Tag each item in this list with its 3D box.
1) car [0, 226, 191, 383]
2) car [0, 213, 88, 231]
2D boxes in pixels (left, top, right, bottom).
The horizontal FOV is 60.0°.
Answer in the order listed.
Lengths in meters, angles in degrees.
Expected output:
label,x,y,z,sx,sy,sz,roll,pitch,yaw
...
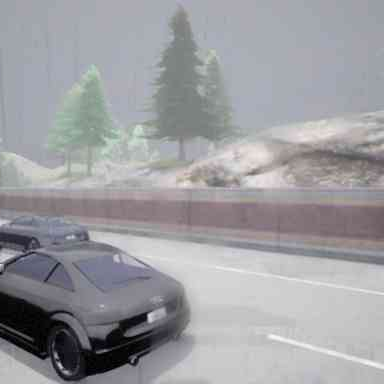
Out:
label,x,y,z,sx,sy,sz,roll,pitch,yaw
car,-2.081,1.535,5.459,4.181,1.385,1.994,1,0,36
car,-5.705,1.490,12.385,4.181,1.385,1.994,0,0,36
